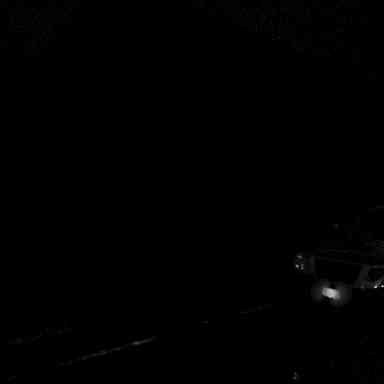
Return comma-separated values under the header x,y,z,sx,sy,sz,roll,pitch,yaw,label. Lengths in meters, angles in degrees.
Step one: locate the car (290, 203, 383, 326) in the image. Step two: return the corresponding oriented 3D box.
x,y,z,sx,sy,sz,roll,pitch,yaw,label
4.447,1.260,6.861,5.566,2.045,2.150,0,0,-36,car
